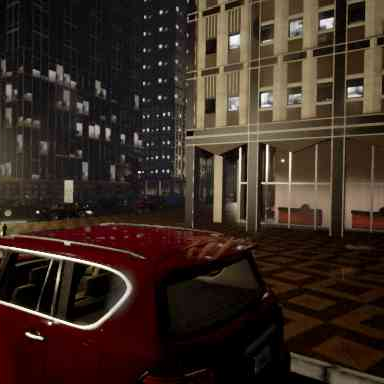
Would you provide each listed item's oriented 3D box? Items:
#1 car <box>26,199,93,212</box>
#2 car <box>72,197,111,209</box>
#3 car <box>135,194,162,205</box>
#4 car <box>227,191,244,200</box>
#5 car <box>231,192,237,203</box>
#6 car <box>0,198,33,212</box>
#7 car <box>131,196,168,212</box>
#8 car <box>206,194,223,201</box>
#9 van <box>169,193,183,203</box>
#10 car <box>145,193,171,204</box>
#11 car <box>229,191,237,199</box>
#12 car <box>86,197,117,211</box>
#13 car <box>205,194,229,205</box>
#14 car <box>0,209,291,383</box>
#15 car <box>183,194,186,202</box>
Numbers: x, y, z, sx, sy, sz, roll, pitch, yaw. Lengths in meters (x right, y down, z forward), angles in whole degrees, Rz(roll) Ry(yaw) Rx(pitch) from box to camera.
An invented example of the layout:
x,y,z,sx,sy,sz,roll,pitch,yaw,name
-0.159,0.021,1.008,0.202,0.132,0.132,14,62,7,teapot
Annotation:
x,y,z,sx,sy,sz,roll,pitch,yaw,name
-10.622,1.547,26.951,1.947,1.339,4.313,2,1,30,car
-12.263,1.312,40.784,1.947,1.339,4.313,2,1,30,car
-6.570,1.121,50.556,1.967,1.590,4.097,2,1,30,car
10.505,0.799,79.876,2.192,1.841,5.009,2,1,30,car
9.368,1.276,61.281,1.752,1.417,4.829,2,1,30,car
-15.601,1.368,29.914,1.837,1.490,4.892,1,1,30,car
-4.935,1.497,36.718,1.802,1.307,4.206,2,1,30,car
4.810,1.094,70.106,1.887,1.381,4.507,2,1,30,car
-3.723,0.989,55.441,1.690,1.788,3.998,2,1,30,van
-5.497,1.272,47.258,1.812,1.442,4.674,1,1,31,car
10.090,0.885,67.632,2.150,2.045,5.566,1,1,29,car
-10.603,1.369,38.510,1.994,1.385,4.181,1,1,30,car
3.597,1.257,51.366,1.967,1.590,4.097,2,1,30,car
-1.415,1.315,3.861,5.009,1.841,2.192,0,1,36,car
-0.879,1.055,60.330,1.967,1.590,4.097,2,1,30,car
